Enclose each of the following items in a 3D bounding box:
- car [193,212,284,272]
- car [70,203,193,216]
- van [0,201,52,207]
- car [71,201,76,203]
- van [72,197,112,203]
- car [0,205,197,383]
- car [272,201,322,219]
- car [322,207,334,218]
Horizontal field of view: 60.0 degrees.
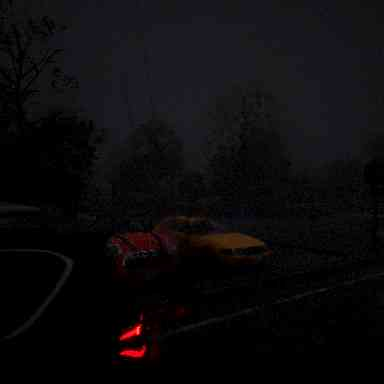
[{"bbox_3d":[0.223,1.499,11.247,1.946,1.575,5.366,1,0,-36],"label":"car"},{"bbox_3d":[-2.268,1.355,9.713,2.185,1.767,4.553,1,0,-36],"label":"car"},{"bbox_3d":[-4.779,1.245,8.004,1.878,1.987,4.442,0,0,-36],"label":"van"},{"bbox_3d":[-8.918,1.484,20.234,1.946,1.575,5.366,1,0,-36],"label":"car"},{"bbox_3d":[-6.475,1.282,21.626,1.878,1.987,4.442,1,0,-36],"label":"van"},{"bbox_3d":[-2.867,1.222,1.620,5.566,2.045,2.150,0,0,-36],"label":"car"},{"bbox_3d":[10.325,1.914,33.871,2.002,1.452,4.674,2,-1,-36],"label":"car"},{"bbox_3d":[12.871,1.824,35.766,2.185,1.767,4.553,2,-1,-36],"label":"car"}]
